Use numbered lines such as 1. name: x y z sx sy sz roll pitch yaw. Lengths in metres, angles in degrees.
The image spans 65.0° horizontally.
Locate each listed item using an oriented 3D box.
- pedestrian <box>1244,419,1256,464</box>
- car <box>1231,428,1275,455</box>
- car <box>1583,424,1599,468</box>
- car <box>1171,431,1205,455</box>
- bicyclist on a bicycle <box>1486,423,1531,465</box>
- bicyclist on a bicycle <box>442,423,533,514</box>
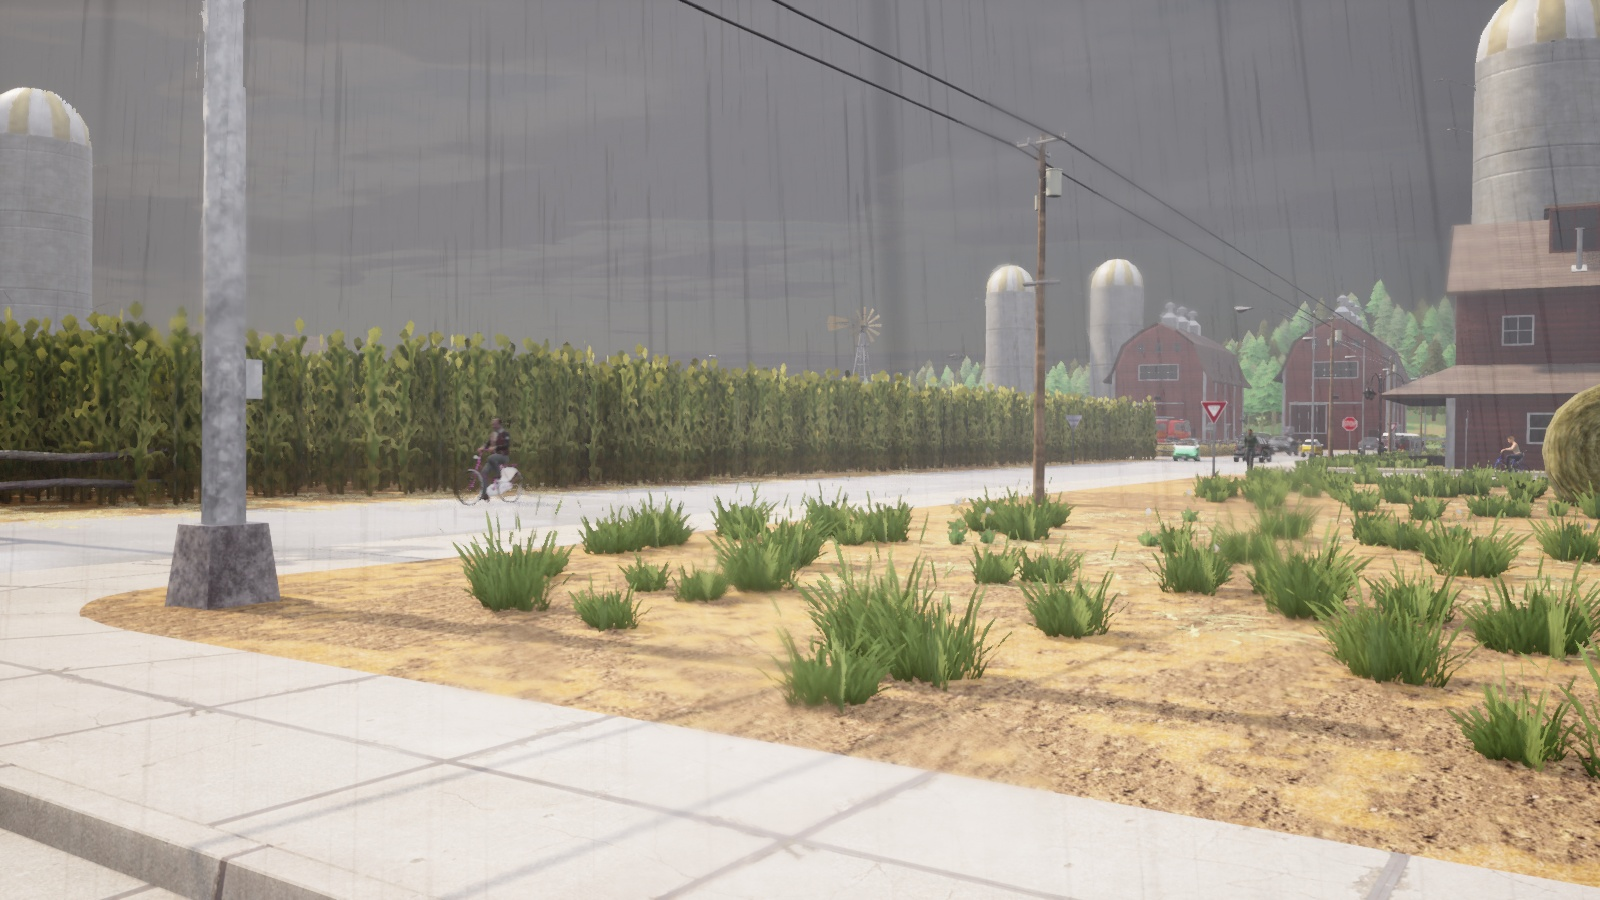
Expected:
1. pedestrian: 18.574 -0.335 51.875 0.353 1.847 0.614 0 1 30
2. car: 27.067 -0.524 74.986 1.789 1.549 3.705 0 1 30
3. car: 29.932 -0.166 43.283 4.902 1.511 2.128 0 1 30
4. car: 23.346 -0.422 75.568 1.481 1.376 2.207 0 1 31
5. bicyclist on a bicycle: 27.477 -0.238 48.707 1.509 1.612 0.866 0 1 29
6. bicyclist on a bicycle: -6.281 0.348 25.328 0.659 1.776 1.843 0 1 31
